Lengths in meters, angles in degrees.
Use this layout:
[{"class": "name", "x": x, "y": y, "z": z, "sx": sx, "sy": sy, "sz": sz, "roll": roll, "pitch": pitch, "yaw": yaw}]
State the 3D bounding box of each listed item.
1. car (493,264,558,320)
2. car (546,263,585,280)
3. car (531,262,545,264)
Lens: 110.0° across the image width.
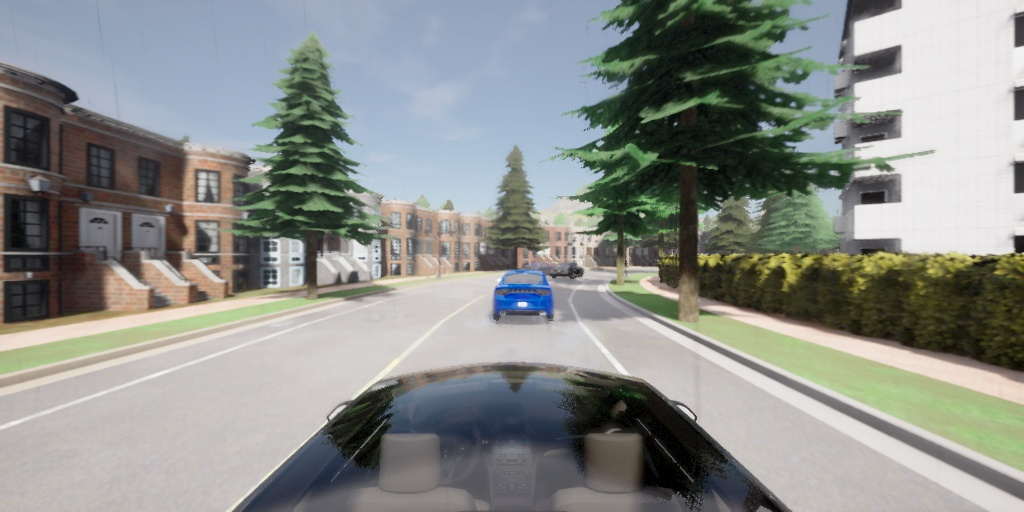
[{"class": "car", "x": 0.454, "y": 1.228, "z": 12.693, "sx": 1.882, "sy": 1.535, "sz": 5.008, "roll": 0, "pitch": 0, "yaw": 3}, {"class": "car", "x": 5.020, "y": 1.304, "z": 32.018, "sx": 2.033, "sy": 1.411, "sz": 5.357, "roll": 0, "pitch": 0, "yaw": 26}, {"class": "car", "x": 2.491, "y": 1.300, "z": 35.111, "sx": 2.033, "sy": 1.411, "sz": 5.357, "roll": 0, "pitch": 0, "yaw": 28}]
